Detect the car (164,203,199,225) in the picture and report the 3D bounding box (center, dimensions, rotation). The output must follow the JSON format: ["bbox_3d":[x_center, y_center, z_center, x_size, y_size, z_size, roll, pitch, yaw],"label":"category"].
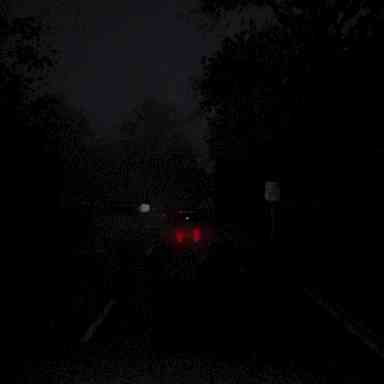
[{"bbox_3d":[-0.828,1.560,24.387,2.128,1.511,4.902,0,-1,-12],"label":"car"}]

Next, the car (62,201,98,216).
[{"bbox_3d":[-12.372,1.681,34.832,5.008,1.535,1.882,0,-1,11],"label":"car"}]
